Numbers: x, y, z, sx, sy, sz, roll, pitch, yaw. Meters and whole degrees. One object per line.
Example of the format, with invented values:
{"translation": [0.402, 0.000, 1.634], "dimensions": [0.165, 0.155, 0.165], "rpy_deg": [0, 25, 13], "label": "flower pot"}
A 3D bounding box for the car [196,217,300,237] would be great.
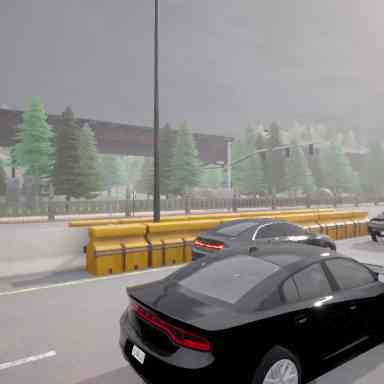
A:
{"translation": [2.242, 1.505, 9.650], "dimensions": [4.892, 1.490, 1.837], "rpy_deg": [0, 0, -35], "label": "car"}

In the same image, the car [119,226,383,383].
{"translation": [1.474, 1.478, 4.798], "dimensions": [5.008, 1.535, 1.882], "rpy_deg": [0, 0, -36], "label": "car"}

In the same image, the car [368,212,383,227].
{"translation": [9.909, 1.491, 15.124], "dimensions": [4.902, 1.511, 2.128], "rpy_deg": [0, 0, -36], "label": "car"}
